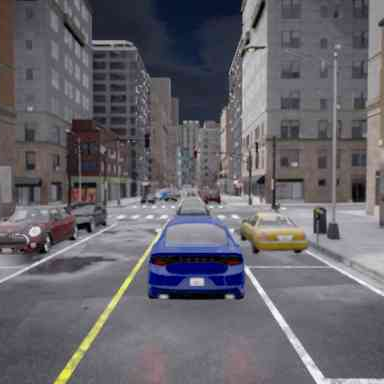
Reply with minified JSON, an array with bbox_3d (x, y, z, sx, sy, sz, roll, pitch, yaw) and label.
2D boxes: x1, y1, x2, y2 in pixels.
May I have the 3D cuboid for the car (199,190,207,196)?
[{"bbox_3d":[2.678,0.270,83.704,1.947,1.339,4.313,-1,1,0],"label":"car"}]

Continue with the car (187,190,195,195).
[{"bbox_3d":[-0.182,0.161,84.481,1.895,1.301,4.718,0,1,0],"label":"car"}]

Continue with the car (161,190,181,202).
[{"bbox_3d":[-3.193,0.757,51.075,2.033,1.411,5.357,0,1,0],"label":"car"}]

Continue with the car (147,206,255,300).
[{"bbox_3d":[0.079,1.343,8.145,1.882,1.535,5.008,0,1,0],"label":"car"}]

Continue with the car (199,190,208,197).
[{"bbox_3d":[2.688,0.314,78.288,1.752,1.417,4.829,-1,1,0],"label":"car"}]

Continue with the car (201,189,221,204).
[{"bbox_3d":[2.750,0.623,44.603,2.192,1.841,5.009,-1,1,0],"label":"car"}]

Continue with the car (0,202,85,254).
[{"bbox_3d":[-5.704,1.241,12.221,1.967,1.590,4.097,-1,1,0],"label":"car"}]

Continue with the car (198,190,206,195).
[{"bbox_3d":[2.667,0.182,89.289,1.947,1.339,4.313,-1,1,0],"label":"car"}]

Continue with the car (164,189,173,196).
[{"bbox_3d":[-5.858,0.144,83.684,1.967,1.590,4.097,-1,1,0],"label":"car"}]

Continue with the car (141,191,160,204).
[{"bbox_3d":[-5.773,0.874,44.589,1.947,1.339,4.313,-1,1,0],"label":"car"}]

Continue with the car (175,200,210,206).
[{"bbox_3d":[0.063,1.319,17.509,1.895,1.301,4.718,0,1,0],"label":"car"}]

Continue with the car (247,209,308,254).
[{"bbox_3d":[2.821,1.323,12.412,1.752,1.417,4.829,-1,1,0],"label":"car"}]

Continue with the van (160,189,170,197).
[{"bbox_3d":[-5.835,0.221,72.512,1.690,1.788,3.998,-1,1,0],"label":"van"}]

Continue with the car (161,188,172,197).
[{"bbox_3d":[-5.848,0.107,78.097,2.192,1.841,5.009,-1,1,0],"label":"car"}]

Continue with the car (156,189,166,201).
[{"bbox_3d":[-5.797,0.666,55.589,1.752,1.417,4.829,-1,1,0],"label":"car"}]

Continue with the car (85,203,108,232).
[{"bbox_3d":[-5.715,1.280,17.719,1.947,1.339,4.313,-1,1,0],"label":"car"}]

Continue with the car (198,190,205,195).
[{"bbox_3d":[2.657,0.078,94.874,2.008,1.369,4.403,-1,1,0],"label":"car"}]

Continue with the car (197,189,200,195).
[{"bbox_3d":[2.707,0.281,66.944,2.192,1.841,5.009,-1,1,0],"label":"car"}]

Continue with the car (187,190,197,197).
[{"bbox_3d":[-0.160,0.373,74.031,2.128,1.511,4.902,0,1,0],"label":"car"}]

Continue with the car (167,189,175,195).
[{"bbox_3d":[-5.882,-0.032,94.853,1.967,1.590,4.097,-1,1,0],"label":"car"}]
